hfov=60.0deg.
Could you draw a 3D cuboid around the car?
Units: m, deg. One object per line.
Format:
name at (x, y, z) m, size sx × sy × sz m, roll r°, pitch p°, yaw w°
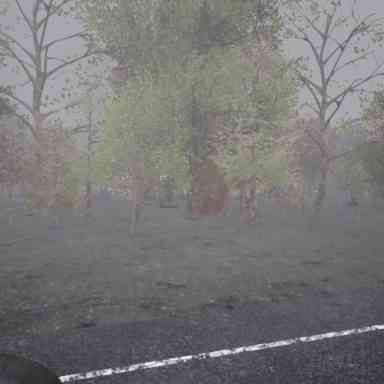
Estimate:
car at (-2.786, 1.563, 1.630) m, size 4.181 × 1.385 × 1.994 m, roll 0°, pitch 0°, yaw -18°
